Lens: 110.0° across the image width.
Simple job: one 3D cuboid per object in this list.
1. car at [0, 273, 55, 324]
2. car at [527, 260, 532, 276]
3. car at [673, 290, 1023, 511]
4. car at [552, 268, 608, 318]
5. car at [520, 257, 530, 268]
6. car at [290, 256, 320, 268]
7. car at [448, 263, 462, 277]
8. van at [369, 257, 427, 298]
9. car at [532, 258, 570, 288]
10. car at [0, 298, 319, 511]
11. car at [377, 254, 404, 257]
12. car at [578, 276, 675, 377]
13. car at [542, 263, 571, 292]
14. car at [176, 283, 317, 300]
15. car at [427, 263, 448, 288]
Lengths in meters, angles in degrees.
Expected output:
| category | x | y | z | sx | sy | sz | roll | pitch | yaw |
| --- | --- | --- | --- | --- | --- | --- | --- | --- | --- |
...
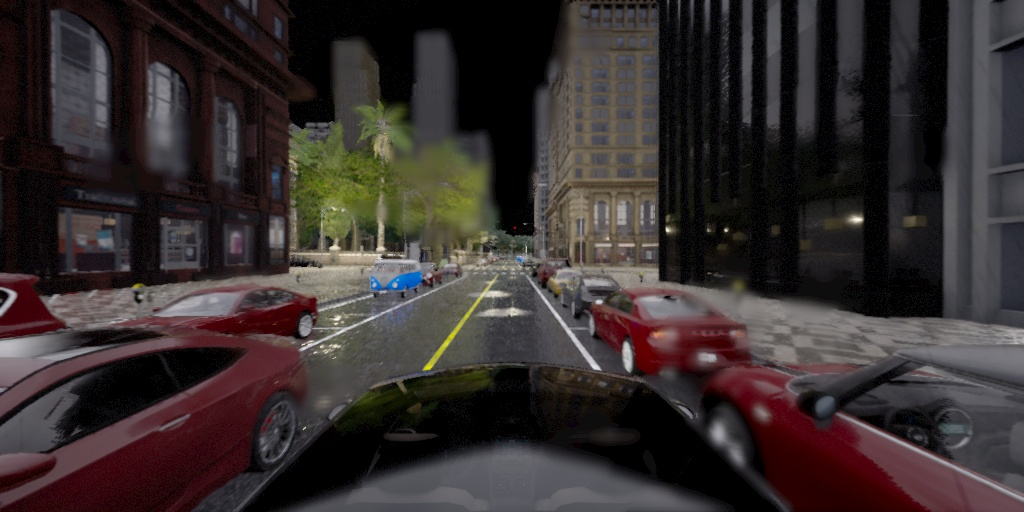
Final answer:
| category | x | y | z | sx | sy | sz | roll | pitch | yaw |
| --- | --- | --- | --- | --- | --- | --- | --- | --- | --- |
| car | -5.762 | 1.065 | 1.858 | 2.192 | 1.841 | 5.009 | 0 | 0 | 0 |
| car | 2.762 | 1.308 | 34.397 | 1.948 | 1.339 | 4.313 | 0 | 0 | 0 |
| car | 2.763 | 1.190 | 1.846 | 1.967 | 1.591 | 4.097 | 0 | 0 | 0 |
| car | 2.763 | 1.299 | 12.696 | 2.007 | 1.370 | 4.403 | 0 | 0 | 0 |
| car | 2.762 | 1.292 | 60.834 | 1.948 | 1.339 | 4.313 | 0 | 0 | 0 |
| car | -26.947 | 0.831 | 45.950 | 5.008 | 1.535 | 1.882 | 2 | 0 | 0 |
| car | -5.763 | 1.325 | 34.415 | 1.802 | 1.307 | 4.207 | 0 | 0 | 0 |
| van | -5.763 | 1.089 | 18.136 | 1.690 | 1.789 | 3.998 | 0 | 0 | 0 |
| car | 2.763 | 1.061 | 23.546 | 2.192 | 1.841 | 5.009 | 0 | 0 | 0 |
| car | -3.100 | 1.276 | 2.103 | 1.812 | 1.442 | 4.674 | 0 | 0 | 0 |
| car | -14.666 | 0.848 | 45.937 | 5.566 | 2.045 | 2.150 | 3 | 0 | 0 |
| car | 2.762 | 1.294 | 7.271 | 1.888 | 1.381 | 4.507 | 0 | 0 | 0 |
| car | 2.763 | 1.273 | 18.291 | 1.751 | 1.417 | 4.829 | 0 | 0 | 0 |
| car | -5.762 | 1.294 | 7.283 | 1.888 | 1.381 | 4.507 | 0 | 0 | 0 |
| car | -5.763 | 1.187 | 23.562 | 1.967 | 1.591 | 4.097 | 0 | 0 | 0 |
